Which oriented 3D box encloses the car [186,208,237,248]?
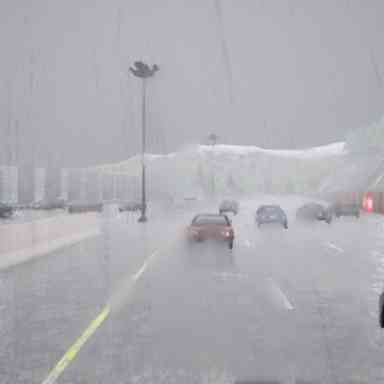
[{"bbox_3d":[0.882,1.613,14.855,1.895,1.301,4.718,0,0,5],"label":"car"}]

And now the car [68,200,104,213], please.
[{"bbox_3d":[-10.736,1.466,33.984,1.882,1.535,5.008,0,0,11],"label":"car"}]

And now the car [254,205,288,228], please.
[{"bbox_3d":[5.254,1.579,22.416,2.033,1.411,5.357,0,0,8],"label":"car"}]

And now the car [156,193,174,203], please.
[{"bbox_3d":[-5.512,1.248,68.072,2.150,2.045,5.566,0,0,17],"label":"car"}]

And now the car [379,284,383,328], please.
[{"bbox_3d":[3.718,1.505,3.116,2.128,1.511,4.902,0,0,1],"label":"car"}]

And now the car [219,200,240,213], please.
[{"bbox_3d":[3.981,1.583,35.355,2.033,1.411,5.357,0,0,12],"label":"car"}]

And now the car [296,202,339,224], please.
[{"bbox_3d":[9.232,1.593,25.396,2.033,1.411,5.357,0,0,9],"label":"car"}]

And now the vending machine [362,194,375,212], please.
[{"bbox_3d":[20.534,1.285,38.673,1.100,2.100,0.880,0,0,14],"label":"vending machine"}]

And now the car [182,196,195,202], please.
[{"bbox_3d":[-0.689,1.523,71.921,1.882,1.535,5.008,0,0,17],"label":"car"}]

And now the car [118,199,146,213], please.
[{"bbox_3d":[-6.572,1.511,36.961,1.837,1.490,4.892,0,-1,12],"label":"car"}]

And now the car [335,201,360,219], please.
[{"bbox_3d":[13.680,1.554,30.224,2.128,1.511,4.902,0,0,11],"label":"car"}]
